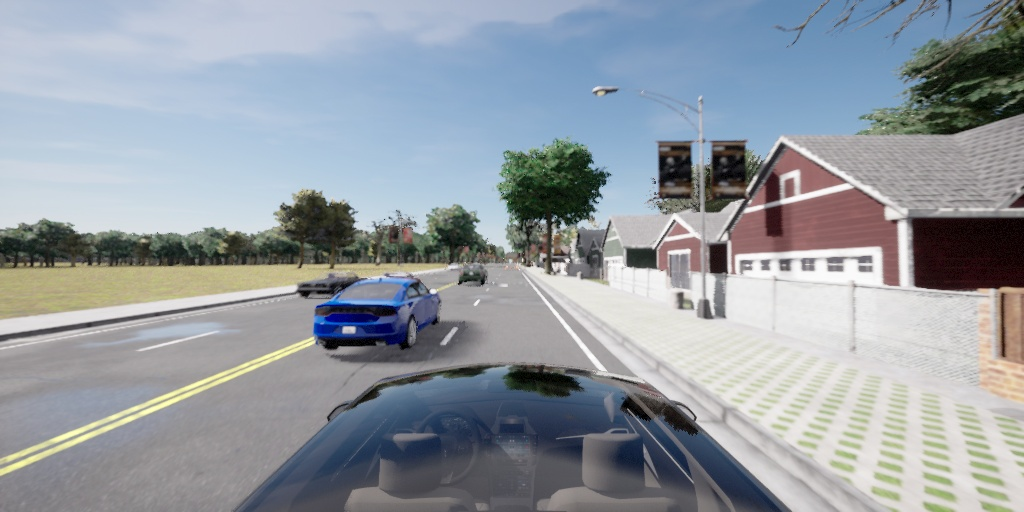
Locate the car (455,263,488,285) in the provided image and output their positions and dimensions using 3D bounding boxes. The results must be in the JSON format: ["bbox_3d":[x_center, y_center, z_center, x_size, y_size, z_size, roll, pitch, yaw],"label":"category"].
[{"bbox_3d":[-3.155,1.420,30.002,2.097,1.767,4.553,0,-1,0],"label":"car"}]

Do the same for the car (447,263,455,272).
[{"bbox_3d":[-9.791,1.981,60.825,1.812,1.442,4.674,0,-1,1],"label":"car"}]

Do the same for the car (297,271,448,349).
[{"bbox_3d":[-3.156,1.311,9.429,1.882,1.535,5.008,0,-1,0],"label":"car"}]

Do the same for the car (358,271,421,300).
[{"bbox_3d":[-6.601,1.552,19.995,1.895,1.301,4.718,0,-1,0],"label":"car"}]

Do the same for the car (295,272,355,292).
[{"bbox_3d":[-9.851,1.551,19.980,1.895,1.301,4.718,0,-1,0],"label":"car"}]
